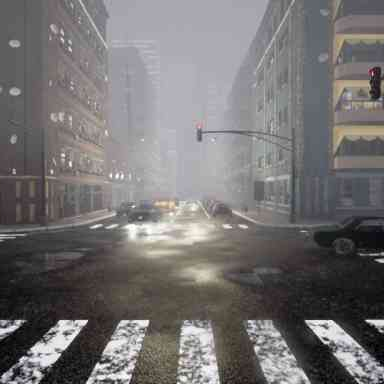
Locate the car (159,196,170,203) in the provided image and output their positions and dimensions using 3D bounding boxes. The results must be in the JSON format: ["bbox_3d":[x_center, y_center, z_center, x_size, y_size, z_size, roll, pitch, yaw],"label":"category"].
[{"bbox_3d":[-5.657,1.604,69.030,1.802,1.307,4.206,0,0,0],"label":"car"}]

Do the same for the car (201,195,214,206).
[{"bbox_3d":[2.711,1.553,46.919,1.887,1.381,4.507,0,0,0],"label":"car"}]

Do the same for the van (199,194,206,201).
[{"bbox_3d":[2.730,1.377,85.584,1.690,1.788,3.998,-1,0,0],"label":"van"}]

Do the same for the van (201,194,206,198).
[{"bbox_3d":[2.712,1.353,52.443,1.690,1.788,3.998,0,0,0],"label":"van"}]

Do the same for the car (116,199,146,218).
[{"bbox_3d":[-5.679,1.568,30.366,1.947,1.339,4.313,0,0,0],"label":"car"}]

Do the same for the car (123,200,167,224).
[{"bbox_3d":[-3.357,1.563,24.642,1.994,1.385,4.181,0,0,4],"label":"car"}]

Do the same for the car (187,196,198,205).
[{"bbox_3d":[0.034,1.542,59.806,1.812,1.442,4.674,0,0,0],"label":"car"}]

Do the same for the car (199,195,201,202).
[{"bbox_3d":[2.717,1.581,57.967,1.947,1.339,4.313,0,0,0],"label":"car"}]

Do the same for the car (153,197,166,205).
[{"bbox_3d":[-5.664,1.560,57.984,1.887,1.381,4.507,0,0,0],"label":"car"}]

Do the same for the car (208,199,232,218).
[{"bbox_3d":[2.702,1.584,30.349,1.802,1.307,4.206,0,0,0],"label":"car"}]

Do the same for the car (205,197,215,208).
[{"bbox_3d":[2.705,1.570,35.873,1.947,1.339,4.313,0,0,0],"label":"car"}]

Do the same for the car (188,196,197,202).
[{"bbox_3d":[0.040,1.450,69.842,1.895,1.301,4.718,0,0,0],"label":"car"}]

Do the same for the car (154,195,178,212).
[{"bbox_3d":[-3.067,1.356,38.444,2.097,1.767,4.553,0,0,0],"label":"car"}]

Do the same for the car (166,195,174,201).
[{"bbox_3d":[-5.649,1.561,85.431,1.752,1.417,4.829,0,0,0],"label":"car"}]

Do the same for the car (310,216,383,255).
[{"bbox_3d":[6.803,1.525,12.023,4.718,1.301,1.895,-2,1,16],"label":"car"}]
